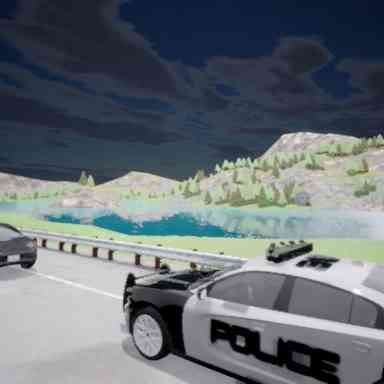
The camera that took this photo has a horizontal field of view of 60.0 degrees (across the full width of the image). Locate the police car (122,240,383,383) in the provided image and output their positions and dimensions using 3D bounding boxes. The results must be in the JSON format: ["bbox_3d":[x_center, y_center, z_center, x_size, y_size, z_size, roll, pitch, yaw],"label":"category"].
[{"bbox_3d":[1.131,1.493,4.355,5.238,1.638,1.930,0,-1,38],"label":"police car"}]

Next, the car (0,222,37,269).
[{"bbox_3d":[-6.641,1.649,10.470,4.674,1.442,1.812,0,-1,38],"label":"car"}]
